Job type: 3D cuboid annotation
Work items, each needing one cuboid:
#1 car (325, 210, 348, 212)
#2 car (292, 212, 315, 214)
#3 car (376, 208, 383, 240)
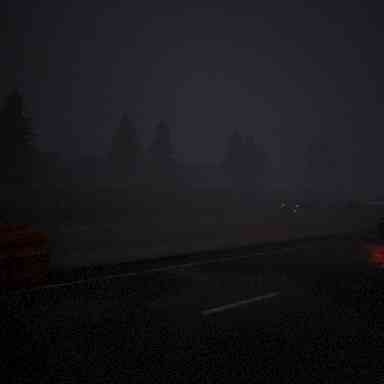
[{"bbox_3d":[14.330,1.485,31.425,5.008,1.535,1.882,0,0,-36],"label":"car"},{"bbox_3d":[10.918,1.359,33.293,4.553,1.767,2.097,0,0,-36],"label":"car"},{"bbox_3d":[10.602,1.496,15.612,4.902,1.511,2.128,0,0,-35],"label":"car"}]
